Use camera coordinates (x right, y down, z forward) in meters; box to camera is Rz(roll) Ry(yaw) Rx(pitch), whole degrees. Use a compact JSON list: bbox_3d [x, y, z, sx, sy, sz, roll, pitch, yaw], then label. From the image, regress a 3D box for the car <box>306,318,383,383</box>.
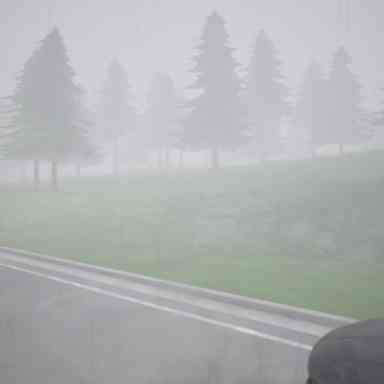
[{"bbox_3d":[3.186,1.484,1.745,5.008,1.535,1.882,0,0,35],"label":"car"}]
